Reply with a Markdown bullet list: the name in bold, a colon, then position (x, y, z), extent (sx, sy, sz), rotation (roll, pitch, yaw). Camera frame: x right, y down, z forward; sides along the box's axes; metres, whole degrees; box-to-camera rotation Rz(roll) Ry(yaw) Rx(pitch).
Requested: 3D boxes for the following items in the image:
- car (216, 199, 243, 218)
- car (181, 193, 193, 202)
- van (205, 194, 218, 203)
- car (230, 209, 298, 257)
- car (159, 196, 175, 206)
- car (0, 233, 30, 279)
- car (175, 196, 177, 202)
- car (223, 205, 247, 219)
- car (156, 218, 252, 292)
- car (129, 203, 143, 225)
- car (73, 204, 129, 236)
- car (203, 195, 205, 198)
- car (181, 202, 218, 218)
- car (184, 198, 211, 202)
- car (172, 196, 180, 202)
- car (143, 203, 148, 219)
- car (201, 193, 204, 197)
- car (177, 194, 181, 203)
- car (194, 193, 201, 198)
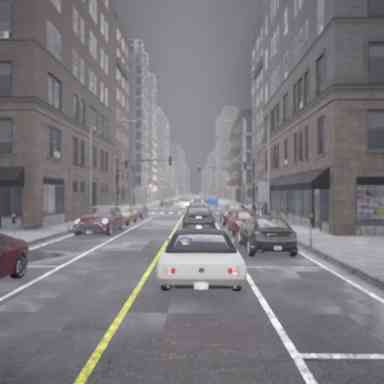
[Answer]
- **car**: position (3.003, 1.508, 23.997), extent (1.967, 1.590, 4.097), rotation (0, 0, 1)
- **car**: position (-1.482, 1.574, 80.171), extent (2.097, 1.767, 4.553), rotation (0, 0, 1)
- **van**: position (3.527, 1.499, 56.593), extent (1.690, 1.788, 3.998), rotation (0, 0, 1)
- **car**: position (2.826, 1.588, 12.960), extent (2.008, 1.369, 4.403), rotation (0, 0, 1)
- **car**: position (-4.497, 1.708, 56.713), extent (2.008, 1.369, 4.403), rotation (0, 0, 1)
- **car**: position (-5.287, 1.603, 7.564), extent (1.802, 1.307, 4.206), rotation (0, 0, 1)
- **car**: position (-4.406, 1.718, 62.394), extent (1.887, 1.381, 4.507), rotation (0, 0, 1)
- **car**: position (2.915, 1.635, 18.478), extent (1.802, 1.307, 4.206), rotation (0, 0, 1)
- **car**: position (0.227, 1.627, 8.971), extent (1.895, 1.301, 4.718), rotation (0, 0, 1)
- **car**: position (-5.024, 1.592, 23.947), extent (1.752, 1.417, 4.829), rotation (0, 0, 1)
- **car**: position (-5.110, 1.492, 18.600), extent (1.967, 1.590, 4.097), rotation (0, 0, 1)
- **car**: position (3.710, 1.771, 67.953), extent (1.802, 1.307, 4.206), rotation (0, 0, 1)
- **car**: position (0.402, 1.562, 19.797), extent (1.837, 1.490, 4.892), rotation (0, 0, 1)
- **car**: position (0.454, 1.588, 29.446), extent (1.837, 1.490, 4.892), rotation (0, 0, 1)
- **car**: position (-4.040, 1.794, 85.119), extent (1.947, 1.339, 4.313), rotation (0, 0, 1)
- **car**: position (-4.932, 1.634, 29.635), extent (2.008, 1.369, 4.403), rotation (0, 0, 1)
- **car**: position (3.984, 1.544, 84.996), extent (2.192, 1.841, 5.009), rotation (0, 0, 1)
- **car**: position (-4.135, 1.741, 79.268), extent (1.752, 1.417, 4.829), rotation (0, 0, 1)
- **car**: position (1.367, 1.762, 86.344), extent (2.033, 1.411, 5.357), rotation (0, 0, 1)
